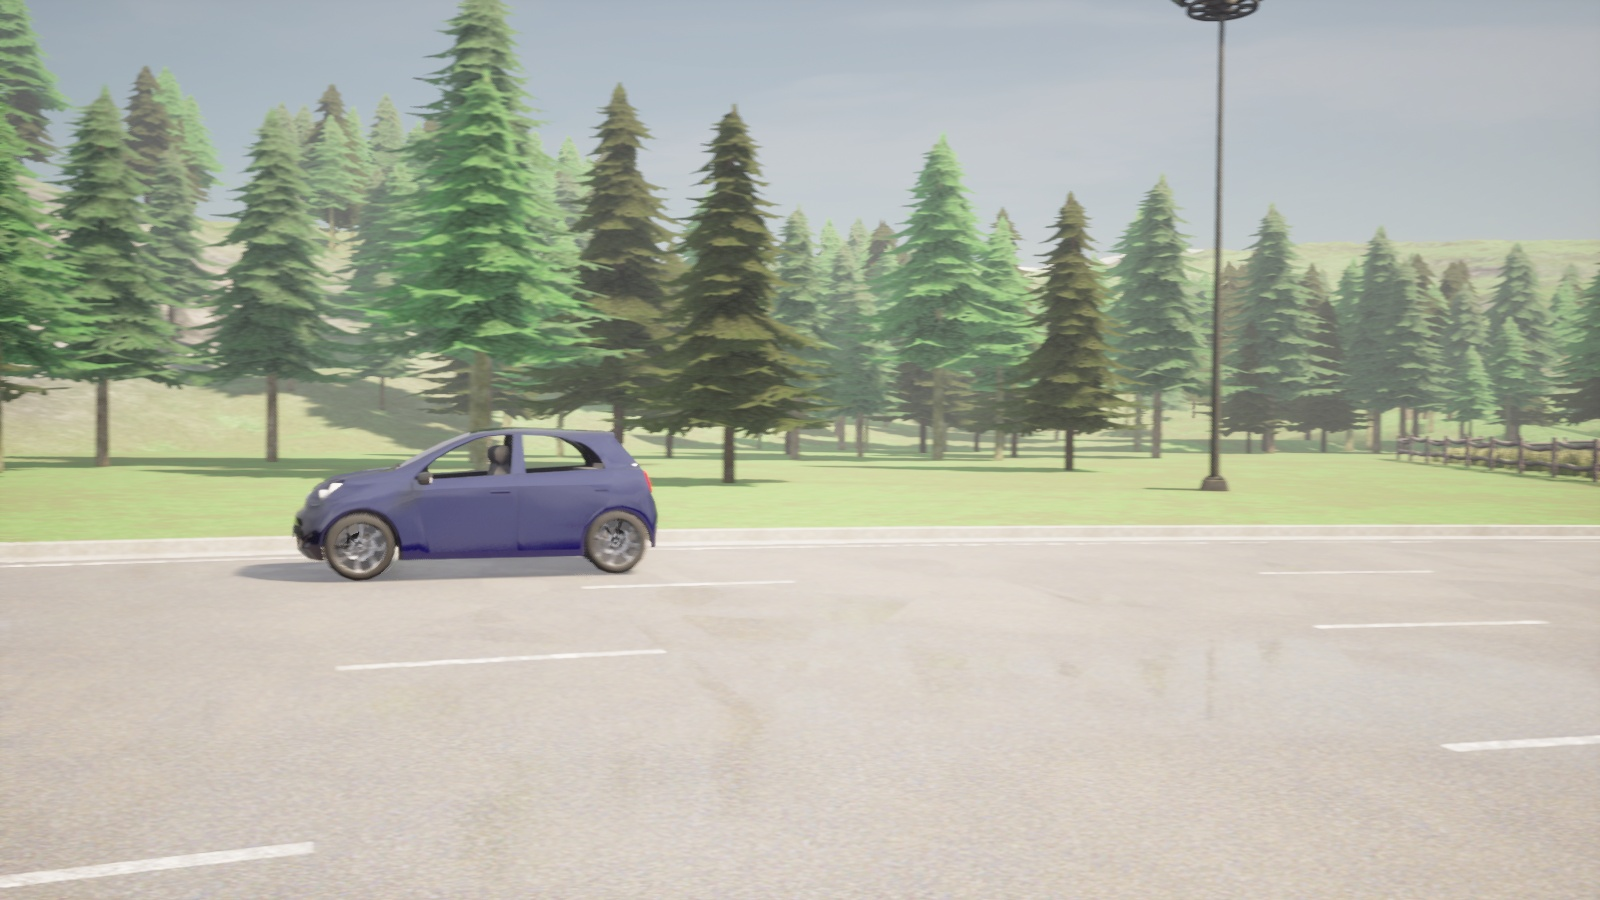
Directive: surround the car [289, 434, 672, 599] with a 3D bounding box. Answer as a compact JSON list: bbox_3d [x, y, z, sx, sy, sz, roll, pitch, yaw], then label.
[{"bbox_3d":[-3.345,0.608,13.218,3.633,1.501,1.845,-1,1,-19],"label":"car"}]
